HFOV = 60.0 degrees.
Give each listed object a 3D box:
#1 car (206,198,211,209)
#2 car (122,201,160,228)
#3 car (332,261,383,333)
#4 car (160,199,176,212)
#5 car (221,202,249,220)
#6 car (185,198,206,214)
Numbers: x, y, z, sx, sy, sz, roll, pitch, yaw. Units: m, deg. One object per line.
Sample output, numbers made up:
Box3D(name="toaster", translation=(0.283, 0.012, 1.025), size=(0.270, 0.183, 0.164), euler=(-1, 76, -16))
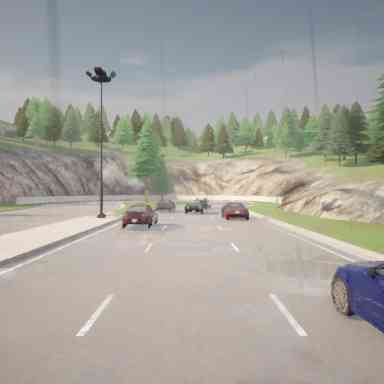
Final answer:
Box3D(name="car", translation=(1.376, 1.492, 44.468), size=(2.128, 1.511, 4.902), euler=(0, 0, 12))
Box3D(name="car", translation=(-3.400, 1.526, 21.955), size=(1.812, 1.442, 4.674), euler=(0, 0, 0))
Box3D(name="car", translation=(3.599, 1.526, 4.508), size=(1.812, 1.442, 4.674), euler=(0, 0, 0))
Box3D(name="car", translation=(-3.051, 1.548, 39.250), size=(2.033, 1.411, 5.357), euler=(0, 0, 5))
Box3D(name="car", translation=(3.608, 1.564, 28.335), size=(1.994, 1.385, 4.181), euler=(0, 0, 0))
Box3D(name="car", translation=(0.259, 1.601, 35.253), size=(1.895, 1.301, 4.718), euler=(0, 0, 2))
